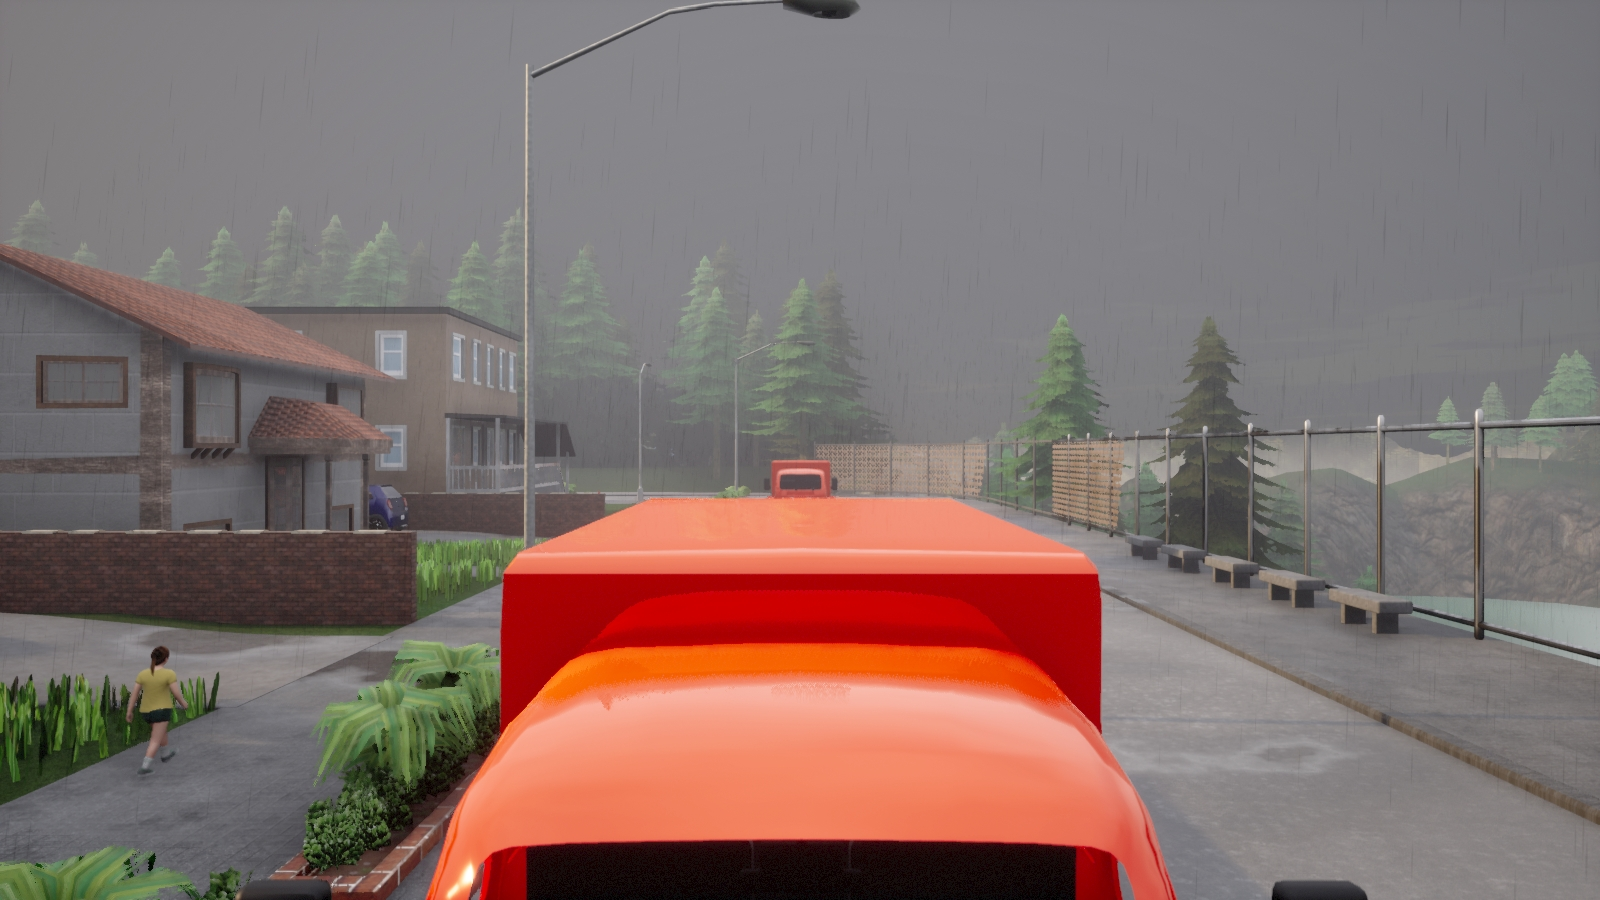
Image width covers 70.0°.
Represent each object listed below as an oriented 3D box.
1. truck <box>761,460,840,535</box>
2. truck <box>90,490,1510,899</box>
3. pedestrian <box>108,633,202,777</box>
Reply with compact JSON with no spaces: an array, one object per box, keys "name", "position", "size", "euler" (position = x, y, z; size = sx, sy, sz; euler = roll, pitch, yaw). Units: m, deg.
[{"name":"truck","position":[0.028,1.594,40.682],"size":[2.627,2.467,5.204],"euler":[0,0,0]},{"name":"truck","position":[0.000,1.552,4.746],"size":[2.627,2.467,5.204],"euler":[0,1,0]},{"name":"pedestrian","position":[-5.424,2.130,9.623],"size":[0.500,1.100,0.500],"euler":[0,0,2]}]
